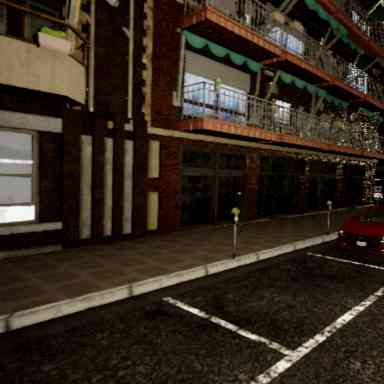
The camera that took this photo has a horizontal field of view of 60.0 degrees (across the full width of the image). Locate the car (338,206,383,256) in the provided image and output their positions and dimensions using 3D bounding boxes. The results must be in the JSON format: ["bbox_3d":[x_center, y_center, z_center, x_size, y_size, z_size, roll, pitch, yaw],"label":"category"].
[{"bbox_3d":[6.271,1.153,10.748,4.507,1.381,1.887,-1,4,-45],"label":"car"}]
